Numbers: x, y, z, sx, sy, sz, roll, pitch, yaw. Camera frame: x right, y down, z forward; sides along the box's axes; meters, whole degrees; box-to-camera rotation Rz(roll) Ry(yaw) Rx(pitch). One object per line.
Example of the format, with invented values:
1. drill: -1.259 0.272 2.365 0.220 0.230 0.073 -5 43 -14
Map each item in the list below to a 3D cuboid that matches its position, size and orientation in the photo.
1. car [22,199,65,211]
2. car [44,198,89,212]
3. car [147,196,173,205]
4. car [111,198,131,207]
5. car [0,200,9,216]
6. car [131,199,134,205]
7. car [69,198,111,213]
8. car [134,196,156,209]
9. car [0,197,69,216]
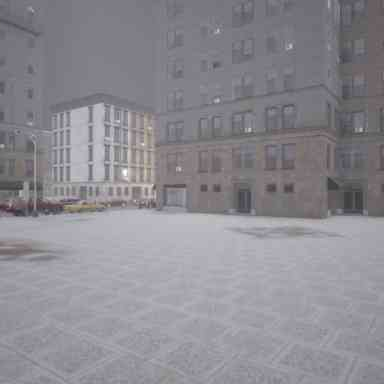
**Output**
1. car: -18.070 1.542 40.588 2.008 1.369 4.403 0 0 36
2. car: -15.152 1.508 40.285 1.837 1.490 4.892 0 0 36
3. car: -5.448 1.523 57.952 1.752 1.417 4.829 0 0 36
4. car: -11.709 1.539 49.339 1.887 1.381 4.507 0 0 36
5. car: -17.941 1.577 27.118 2.008 1.369 4.403 0 0 36
6. car: -8.528 1.436 53.714 1.967 1.590 4.097 0 0 36
7. car: -11.479 1.554 36.007 1.752 1.417 4.829 0 0 36
8. car: -5.218 1.472 44.620 1.967 1.590 4.097 0 0 36
9. car: -14.759 1.342 31.493 2.192 1.841 5.009 0 0 36
